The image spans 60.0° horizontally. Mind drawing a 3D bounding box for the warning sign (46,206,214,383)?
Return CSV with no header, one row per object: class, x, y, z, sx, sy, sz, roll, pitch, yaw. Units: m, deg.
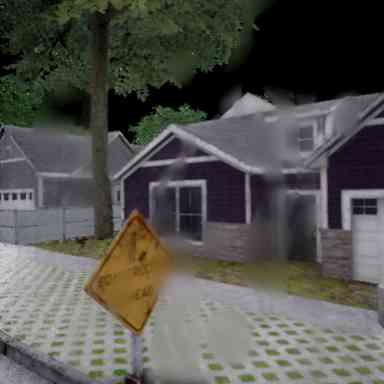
warning sign,-0.592,1.118,3.470,1.060,1.860,1.300,-1,0,35
